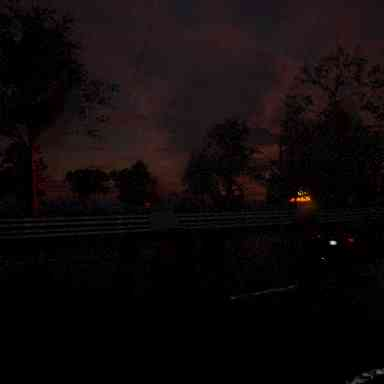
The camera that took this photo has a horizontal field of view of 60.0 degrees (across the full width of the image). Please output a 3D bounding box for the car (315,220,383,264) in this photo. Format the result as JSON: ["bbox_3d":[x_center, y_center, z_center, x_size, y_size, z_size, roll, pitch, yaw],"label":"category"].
[{"bbox_3d":[6.719,1.777,12.704,4.181,1.385,1.994,0,-1,-29],"label":"car"}]
